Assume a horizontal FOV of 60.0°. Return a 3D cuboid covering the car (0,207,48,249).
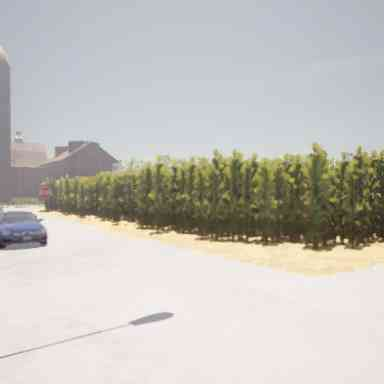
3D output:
[{"bbox_3d":[-8.028,1.630,15.358,1.812,1.442,4.674,0,0,-36],"label":"car"}]
